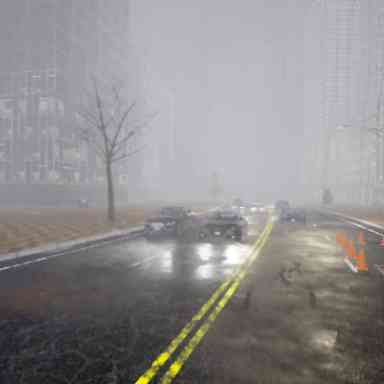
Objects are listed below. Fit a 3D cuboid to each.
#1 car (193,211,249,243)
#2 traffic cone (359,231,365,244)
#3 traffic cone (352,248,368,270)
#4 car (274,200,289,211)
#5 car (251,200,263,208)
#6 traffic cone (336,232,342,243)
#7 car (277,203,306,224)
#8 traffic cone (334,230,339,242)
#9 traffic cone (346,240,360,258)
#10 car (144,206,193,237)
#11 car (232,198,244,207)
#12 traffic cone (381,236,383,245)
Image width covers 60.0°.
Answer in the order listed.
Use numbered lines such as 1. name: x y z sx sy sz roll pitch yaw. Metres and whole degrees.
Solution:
1. car: 1.690 1.666 16.754 1.994 1.385 4.181 1 0 16
2. traffic cone: 8.009 2.142 15.742 0.340 0.580 0.340 1 0 17
3. traffic cone: 5.256 2.080 10.319 0.340 0.580 0.340 1 0 17
4. car: 12.879 1.851 47.871 1.882 1.535 5.008 1 0 11
5. car: 11.237 1.985 57.495 1.895 1.301 4.718 1 0 10
6. traffic cone: 6.455 2.113 14.134 0.340 0.580 0.340 1 0 17
7. car: 8.139 1.835 27.047 1.895 1.301 4.718 1 0 15
8. traffic cone: 7.055 2.130 16.042 0.340 0.580 0.340 1 0 17
9. traffic cone: 5.856 2.097 12.227 0.340 0.580 0.340 1 0 17
10. car: -1.078 1.564 18.859 2.128 1.511 4.902 1 0 16
11. car: 8.268 1.854 59.363 1.837 1.490 4.892 1 0 10
12. traffic cone: 8.963 2.154 15.443 0.340 0.580 0.340 1 0 17
